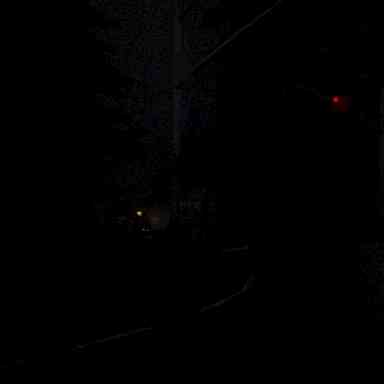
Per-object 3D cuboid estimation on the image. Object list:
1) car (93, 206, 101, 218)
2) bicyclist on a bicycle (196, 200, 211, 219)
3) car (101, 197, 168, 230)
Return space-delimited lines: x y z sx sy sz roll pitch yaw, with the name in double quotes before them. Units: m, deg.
"car" -9.969 1.665 30.444 2.033 1.411 5.357 1 0 -36
"bicyclist on a bicycle" 1.015 1.500 28.079 1.656 1.620 0.582 1 0 -36
"car" -3.748 1.340 21.922 2.150 2.045 5.566 1 0 -36
